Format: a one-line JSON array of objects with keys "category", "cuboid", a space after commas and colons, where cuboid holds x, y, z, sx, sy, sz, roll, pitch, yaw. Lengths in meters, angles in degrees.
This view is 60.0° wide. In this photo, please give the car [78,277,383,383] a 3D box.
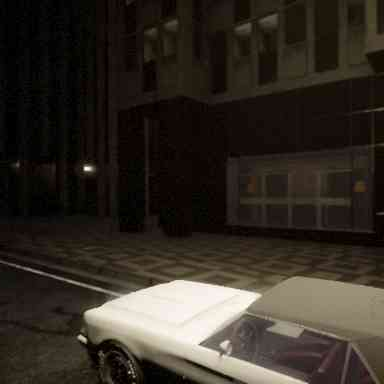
[{"category": "car", "cuboid": [0.975, 1.601, 3.340, 4.718, 1.301, 1.895, 0, 0, 36]}]
